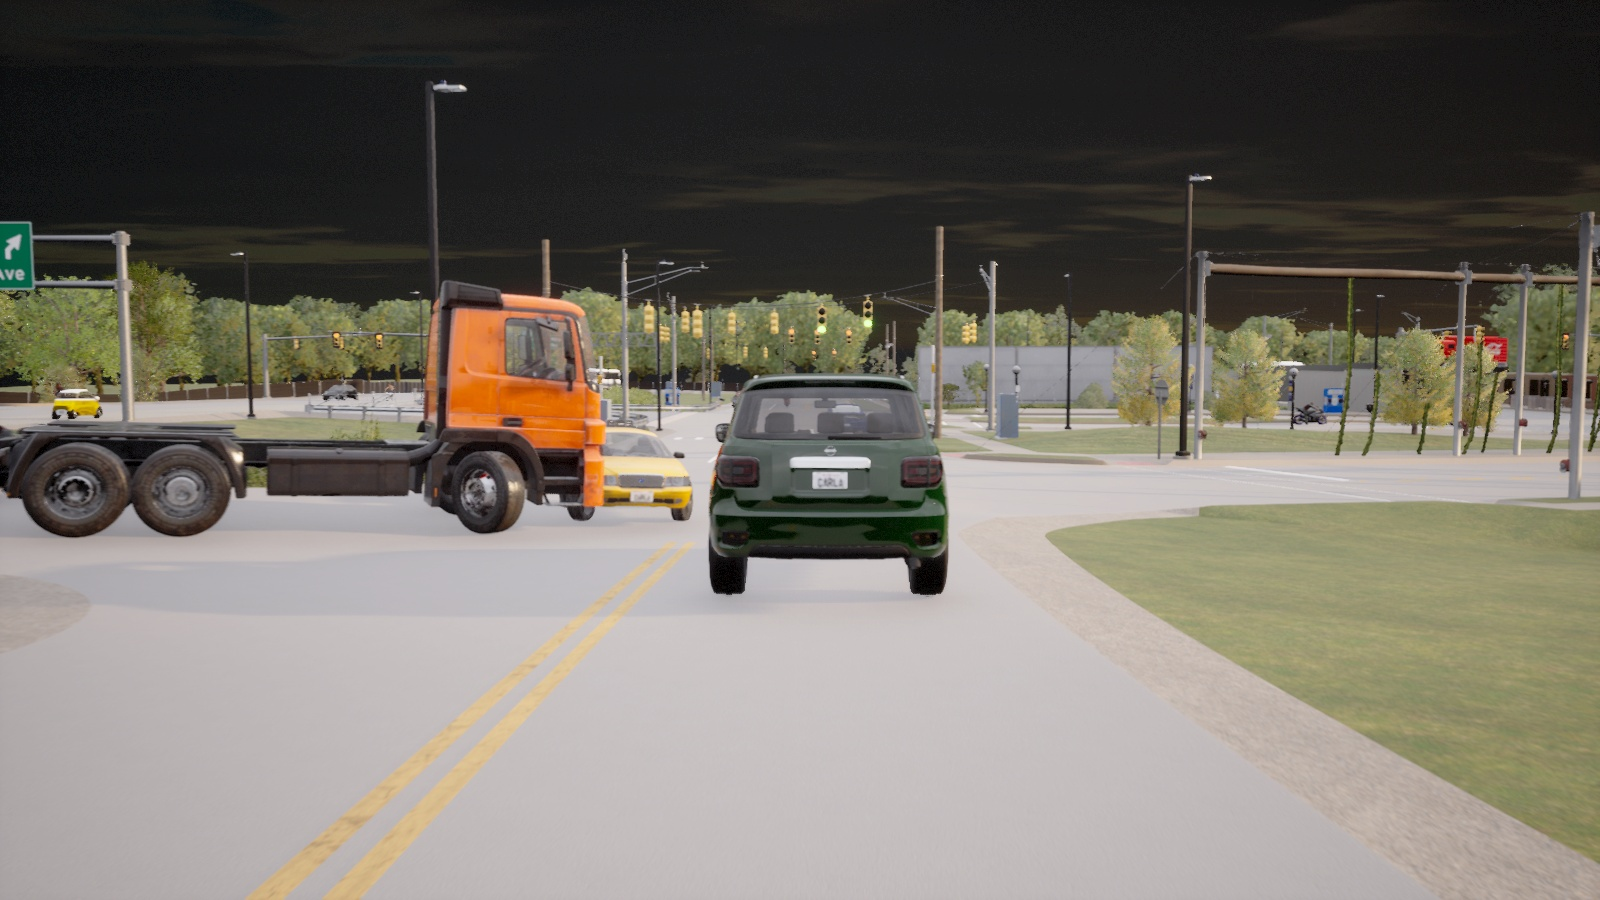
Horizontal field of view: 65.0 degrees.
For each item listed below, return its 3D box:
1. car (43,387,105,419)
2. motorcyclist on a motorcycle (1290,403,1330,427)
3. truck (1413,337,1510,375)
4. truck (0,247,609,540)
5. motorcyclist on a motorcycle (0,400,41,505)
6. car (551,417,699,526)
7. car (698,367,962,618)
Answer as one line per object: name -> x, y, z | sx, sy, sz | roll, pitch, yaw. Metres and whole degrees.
car -> -32.719, -2.124, 56.649 | 1.481, 1.376, 2.207 | 0, 4, 0
motorcyclist on a motorcycle -> 33.036, -2.280, 81.350 | 2.191, 1.530, 0.866 | -1, 4, -4
truck -> 45.935, -6.579, 87.323 | 5.204, 2.467, 2.627 | 1, 6, 1
truck -> -6.976, -0.686, 17.484 | 7.936, 3.462, 2.891 | 1, 3, -23
motorcyclist on a motorcycle -> -12.614, 0.027, 18.685 | 2.191, 1.530, 0.866 | 0, 4, -36
car -> -3.104, 0.258, 21.258 | 1.801, 1.575, 5.366 | 2, 1, -15
car -> 0.259, 0.289, 13.056 | 2.150, 2.045, 5.566 | 0, 1, 0
